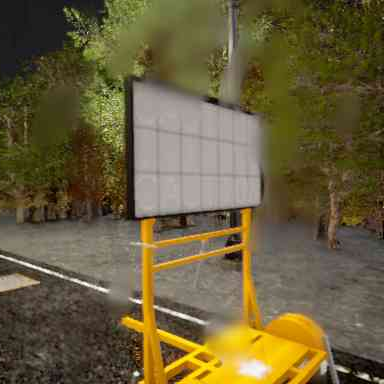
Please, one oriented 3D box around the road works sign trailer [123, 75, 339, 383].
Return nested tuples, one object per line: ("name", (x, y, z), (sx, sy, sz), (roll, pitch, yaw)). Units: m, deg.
("road works sign trailer", (0.042, 0.639, 4.069), (2.880, 3.560, 2.380), (0, 1, 41))
